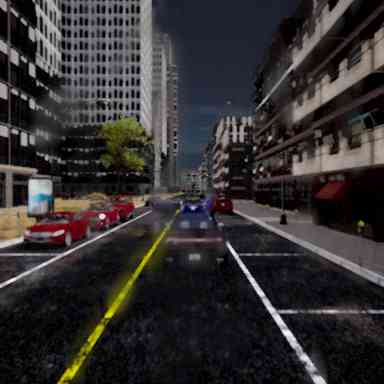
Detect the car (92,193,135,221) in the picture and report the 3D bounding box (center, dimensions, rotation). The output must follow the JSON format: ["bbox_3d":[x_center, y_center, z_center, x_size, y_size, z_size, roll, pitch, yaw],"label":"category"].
[{"bbox_3d":[-5.692,1.204,25.659,2.192,1.841,5.009,0,0,0],"label":"car"}]

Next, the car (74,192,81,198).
[{"bbox_3d":[-27.474,0.755,76.068,4.313,1.339,1.947,1,-1,-1],"label":"car"}]

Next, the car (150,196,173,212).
[{"bbox_3d":[-3.097,1.447,36.095,1.895,1.301,4.718,0,0,0],"label":"car"}]

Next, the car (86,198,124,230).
[{"bbox_3d":[-5.692,1.352,20.108,1.967,1.590,4.097,0,0,0],"label":"car"}]

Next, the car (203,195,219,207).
[{"bbox_3d":[2.689,1.239,47.864,1.967,1.590,4.097,0,0,0],"label":"car"}]

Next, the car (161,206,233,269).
[{"bbox_3d":[0.081,1.443,10.918,2.128,1.511,4.902,0,0,0],"label":"car"}]

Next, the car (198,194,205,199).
[{"bbox_3d":[2.692,1.193,92.755,1.947,1.339,4.313,0,0,0],"label":"car"}]

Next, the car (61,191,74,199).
[{"bbox_3d":[-27.367,0.563,67.691,5.009,1.841,2.192,1,-1,-1],"label":"car"}]

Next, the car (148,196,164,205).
[{"bbox_3d":[-5.690,1.344,53.110,1.947,1.339,4.313,0,0,0],"label":"car"}]

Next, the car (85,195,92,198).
[{"bbox_3d":[-22.029,0.816,76.218,4.829,1.417,1.752,1,-1,-1],"label":"car"}]

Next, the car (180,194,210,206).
[{"bbox_3d":[0.084,1.235,26.983,2.097,1.767,4.553,0,0,0],"label":"car"}]

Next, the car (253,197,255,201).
[{"bbox_3d":[16.030,1.445,76.563,4.097,1.590,1.967,1,-1,-1],"label":"car"}]

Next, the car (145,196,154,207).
[{"bbox_3d":[-5.691,1.365,47.864,1.947,1.339,4.313,0,0,0],"label":"car"}]

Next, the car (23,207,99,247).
[{"bbox_3d":[-5.692,1.518,14.558,1.802,1.307,4.206,0,0,0],"label":"car"}]

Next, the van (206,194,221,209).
[{"bbox_3d":[2.689,1.162,42.313,1.690,1.788,3.998,0,0,0],"label":"van"}]

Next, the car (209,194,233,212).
[{"bbox_3d":[2.689,1.181,31.210,2.192,1.841,5.009,0,0,0],"label":"car"}]
